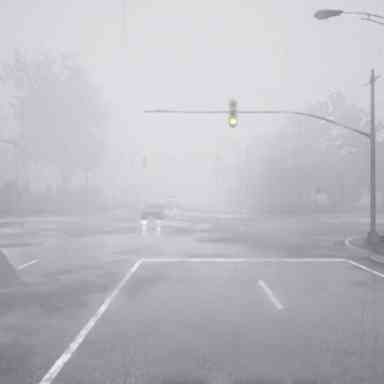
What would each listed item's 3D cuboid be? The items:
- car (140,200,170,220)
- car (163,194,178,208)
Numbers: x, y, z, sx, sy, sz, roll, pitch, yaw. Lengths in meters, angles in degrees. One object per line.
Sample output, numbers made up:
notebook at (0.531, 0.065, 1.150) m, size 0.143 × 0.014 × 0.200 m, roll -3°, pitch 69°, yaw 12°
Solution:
car at (-3.492, 1.720, 30.666) m, size 2.033 × 1.411 × 5.357 m, roll 0°, pitch 0°, yaw 0°
car at (-3.497, 1.429, 55.093) m, size 2.150 × 2.045 × 5.566 m, roll 0°, pitch 0°, yaw 0°
